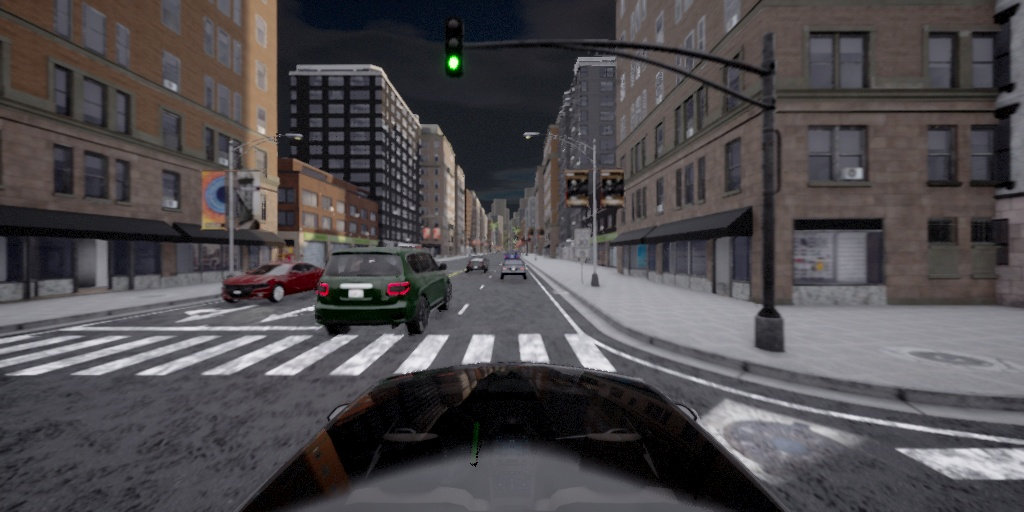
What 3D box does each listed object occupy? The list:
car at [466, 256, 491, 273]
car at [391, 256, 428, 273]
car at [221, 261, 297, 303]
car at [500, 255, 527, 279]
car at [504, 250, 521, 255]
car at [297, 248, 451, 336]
[{"bbox_3d":[-3.139,0.754,33.338,1.812,1.442,4.674,0,1,0],"label":"car"},{"bbox_3d":[-9.738,0.778,34.666,2.033,1.411,5.357,0,1,0],"label":"car"},{"bbox_3d":[-9.835,0.992,15.327,1.882,1.535,5.008,0,1,0],"label":"car"},{"bbox_3d":[0.113,0.869,26.297,2.033,1.411,5.357,0,1,0],"label":"car"},{"bbox_3d":[0.060,0.201,49.330,2.150,2.045,5.566,0,1,1],"label":"car"},{"bbox_3d":[-3.148,0.796,9.927,2.150,2.045,5.566,0,1,0],"label":"car"}]
